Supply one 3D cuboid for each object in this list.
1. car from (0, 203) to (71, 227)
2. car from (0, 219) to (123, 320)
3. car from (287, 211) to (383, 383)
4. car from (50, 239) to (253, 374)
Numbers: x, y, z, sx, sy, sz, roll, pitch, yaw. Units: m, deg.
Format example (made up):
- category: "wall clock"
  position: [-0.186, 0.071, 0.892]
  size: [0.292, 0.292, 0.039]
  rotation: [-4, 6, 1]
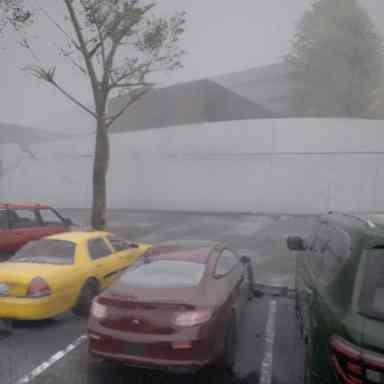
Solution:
- category: "car"
  position: [-4.914, 1.327, 9.301]
  size: [2.435, 2.045, 5.566]
  rotation: [-1, -1, 15]
- category: "car"
  position: [-2.418, 1.549, 7.718]
  size: [1.946, 1.575, 5.366]
  rotation: [-1, -1, 15]
- category: "car"
  position: [2.445, 1.239, 4.096]
  size: [2.435, 2.045, 5.566]
  rotation: [-1, -1, 15]
- category: "car"
  position: [-0.016, 1.559, 5.800]
  size: [2.002, 1.452, 4.674]
  rotation: [-1, -1, 15]
